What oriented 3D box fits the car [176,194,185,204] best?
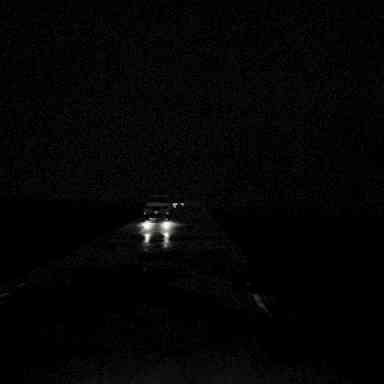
[{"bbox_3d":[-2.710,1.403,71.089,2.150,2.045,5.566,0,0,0],"label":"car"}]

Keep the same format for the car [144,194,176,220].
[{"bbox_3d":[-2.831,1.258,29.071,2.150,2.045,5.566,0,0,0],"label":"car"}]

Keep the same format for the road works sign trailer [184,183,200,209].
[{"bbox_3d":[0.009,0.546,47.551,2.380,3.560,2.880,0,0,0],"label":"road works sign trailer"}]
